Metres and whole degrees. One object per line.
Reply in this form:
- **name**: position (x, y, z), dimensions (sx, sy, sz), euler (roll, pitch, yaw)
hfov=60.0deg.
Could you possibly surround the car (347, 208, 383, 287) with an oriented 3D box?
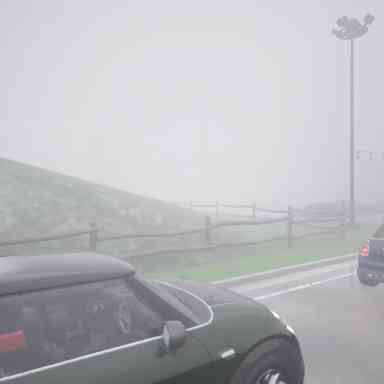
- **car**: position (6.097, 1.352, 8.144), dimensions (4.553, 1.767, 2.097), euler (0, 0, -35)

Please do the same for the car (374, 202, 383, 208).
- **car**: position (19.800, 1.564, 33.440), dimensions (4.181, 1.385, 1.994), euler (0, 0, 39)

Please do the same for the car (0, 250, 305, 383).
- **car**: position (-1.051, 1.353, 2.998), dimensions (4.553, 1.767, 2.097), euler (0, 0, -35)

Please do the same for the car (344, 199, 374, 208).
- **car**: position (14.809, 1.477, 32.985), dimensions (5.008, 1.535, 1.882), euler (0, 0, 38)

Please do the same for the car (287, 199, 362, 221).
- **car**: position (10.649, 1.547, 27.403), dimensions (5.357, 1.411, 2.033), euler (0, 0, 38)
